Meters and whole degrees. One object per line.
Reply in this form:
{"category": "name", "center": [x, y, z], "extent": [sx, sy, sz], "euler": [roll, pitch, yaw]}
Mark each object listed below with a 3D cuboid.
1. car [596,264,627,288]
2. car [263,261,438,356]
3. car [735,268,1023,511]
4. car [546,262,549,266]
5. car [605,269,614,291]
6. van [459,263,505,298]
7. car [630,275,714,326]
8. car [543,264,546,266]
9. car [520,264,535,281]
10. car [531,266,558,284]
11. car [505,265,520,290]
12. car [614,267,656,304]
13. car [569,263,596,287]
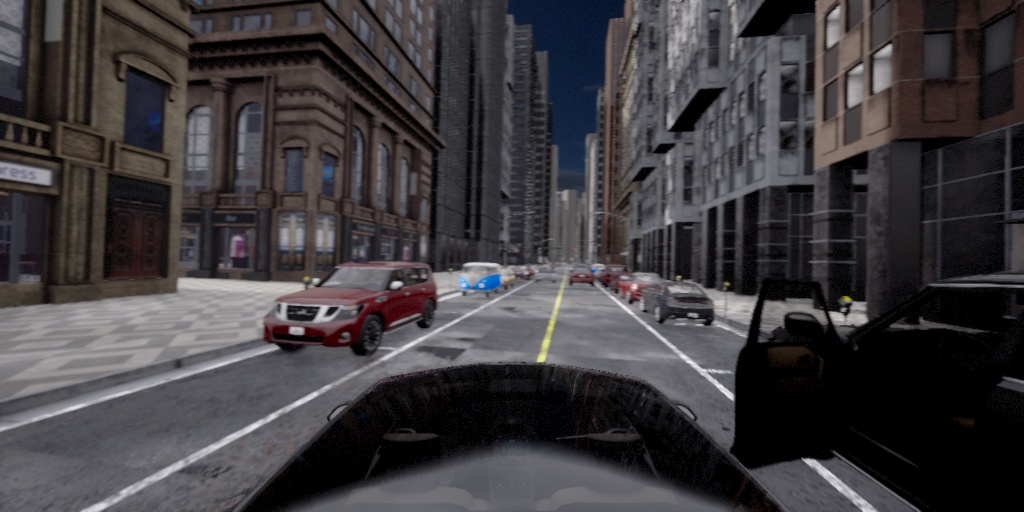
{"category": "car", "center": [8.476, 1.650, 29.671], "extent": [2.192, 1.841, 5.009], "euler": [0, 0, 9]}
{"category": "car", "center": [-3.466, 1.058, 8.877], "extent": [2.192, 1.841, 5.009], "euler": [0, 0, 9]}
{"category": "car", "center": [3.717, 1.076, 1.967], "extent": [2.150, 2.045, 5.566], "euler": [1, -1, 9]}
{"category": "car", "center": [4.462, 2.163, 58.657], "extent": [1.948, 1.339, 4.313], "euler": [0, 0, 9]}
{"category": "car", "center": [7.595, 1.822, 24.140], "extent": [1.802, 1.307, 4.207], "euler": [0, 0, 9]}
{"category": "van", "center": [-1.704, 1.271, 19.939], "extent": [1.690, 1.789, 3.998], "euler": [0, 0, 9]}
{"category": "car", "center": [5.833, 1.603, 13.077], "extent": [2.007, 1.370, 4.403], "euler": [0, 0, 9]}
{"category": "car", "center": [3.581, 2.083, 53.126], "extent": [1.802, 1.307, 4.207], "euler": [0, 0, 9]}
{"category": "car", "center": [0.938, 1.655, 36.533], "extent": [1.967, 1.591, 4.097], "euler": [0, 0, 9]}
{"category": "car", "center": [3.165, 1.835, 33.275], "extent": [1.895, 1.301, 4.718], "euler": [1, -1, 9]}
{"category": "car", "center": [-0.850, 1.550, 25.302], "extent": [1.751, 1.417, 4.829], "euler": [0, 0, 9]}
{"category": "car", "center": [6.714, 1.586, 18.609], "extent": [1.967, 1.591, 4.097], "euler": [0, 0, 9]}
{"category": "car", "center": [6.014, 1.638, 31.166], "extent": [2.097, 1.767, 4.553], "euler": [1, -1, 9]}
